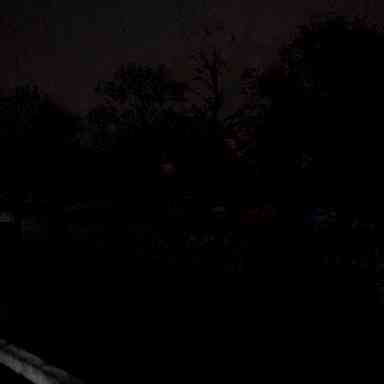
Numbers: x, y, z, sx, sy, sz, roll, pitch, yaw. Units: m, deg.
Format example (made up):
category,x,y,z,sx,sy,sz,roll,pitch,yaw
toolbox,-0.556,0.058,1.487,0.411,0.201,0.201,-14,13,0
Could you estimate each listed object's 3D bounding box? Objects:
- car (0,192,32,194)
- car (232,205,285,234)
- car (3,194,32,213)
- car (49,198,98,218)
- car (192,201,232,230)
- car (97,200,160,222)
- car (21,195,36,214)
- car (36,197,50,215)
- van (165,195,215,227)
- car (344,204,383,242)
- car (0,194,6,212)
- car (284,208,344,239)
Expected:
category,x,y,z,sx,sy,sz,roll,pitch,yaw
car,-20.379,1.011,36.947,2.435,2.045,5.566,1,0,35
car,4.598,1.489,19.391,2.097,1.535,5.008,1,0,35
car,-15.821,1.303,33.780,2.097,1.535,5.008,1,0,35
car,-9.123,1.362,28.830,1.946,1.575,5.366,1,0,35
car,2.328,1.509,20.991,2.002,1.452,4.674,1,0,35
car,-4.494,1.436,25.762,2.163,1.488,4.792,1,0,35
car,-13.551,1.325,32.183,2.231,1.521,4.892,1,0,35
car,-11.269,1.374,30.604,2.163,1.488,4.792,1,0,35
van,0.130,1.222,22.685,1.878,1.987,4.442,1,0,35
car,9.159,1.407,16.224,2.185,1.767,4.553,1,0,35
car,-18.091,1.282,35.378,2.097,1.535,5.008,1,0,35
car,6.869,1.551,17.795,2.002,1.452,4.674,1,0,35
